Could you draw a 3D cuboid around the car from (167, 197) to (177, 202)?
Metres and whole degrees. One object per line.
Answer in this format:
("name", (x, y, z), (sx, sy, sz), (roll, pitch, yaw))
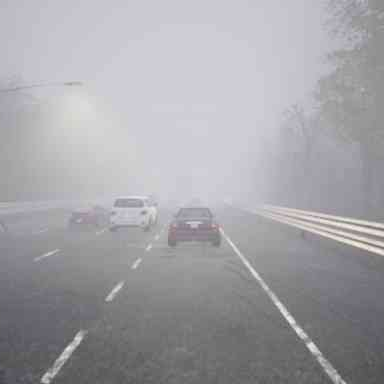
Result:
("car", (-3.428, 1.643, 60.235), (2.128, 1.511, 4.902), (0, 0, 0))

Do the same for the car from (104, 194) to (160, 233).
("car", (-3.409, 1.273, 20.248), (2.150, 2.045, 5.566), (0, 0, 0))

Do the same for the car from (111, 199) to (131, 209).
("car", (-10.422, 1.724, 49.130), (1.895, 1.301, 4.718), (0, 0, 0))

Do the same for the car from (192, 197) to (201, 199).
("car", (0.816, 1.652, 58.751), (1.837, 1.490, 4.892), (-1, 0, 4))

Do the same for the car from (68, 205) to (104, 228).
("car", (-6.908, 1.582, 22.661), (1.812, 1.442, 4.674), (0, 0, 0))

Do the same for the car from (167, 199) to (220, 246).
("car", (0.093, 1.390, 15.518), (2.097, 1.767, 4.553), (0, 0, 0))

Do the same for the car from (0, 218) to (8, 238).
("car", (-10.406, 1.543, 15.161), (1.837, 1.490, 4.892), (0, 0, 0))

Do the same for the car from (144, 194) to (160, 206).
("car", (-6.928, 1.370, 58.795), (2.150, 2.045, 5.566), (0, 0, 0))
